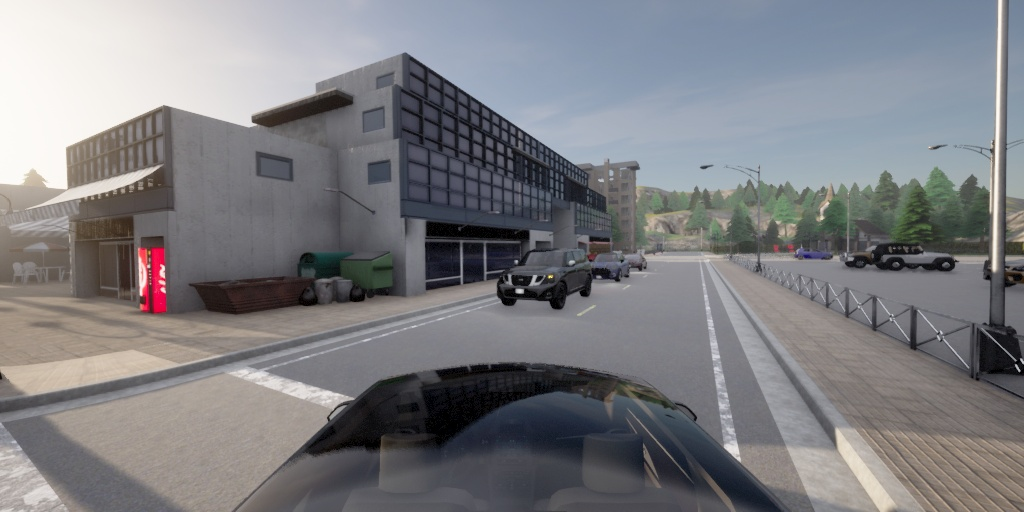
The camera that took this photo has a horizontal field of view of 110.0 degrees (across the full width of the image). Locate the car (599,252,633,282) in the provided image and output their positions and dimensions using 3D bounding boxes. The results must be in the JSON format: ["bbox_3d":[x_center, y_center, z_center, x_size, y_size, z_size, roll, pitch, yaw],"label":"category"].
[{"bbox_3d":[6.040,0.583,22.643,2.097,1.767,4.553,0,1,27],"label":"car"}]

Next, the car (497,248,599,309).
[{"bbox_3d":[1.514,0.705,13.909,2.150,2.045,5.566,0,1,27],"label":"car"}]

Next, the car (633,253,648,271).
[{"bbox_3d":[10.752,0.495,31.725,1.812,1.442,4.674,0,1,28],"label":"car"}]
